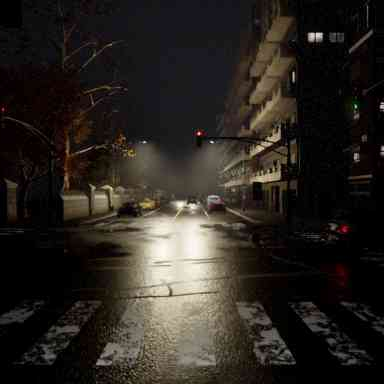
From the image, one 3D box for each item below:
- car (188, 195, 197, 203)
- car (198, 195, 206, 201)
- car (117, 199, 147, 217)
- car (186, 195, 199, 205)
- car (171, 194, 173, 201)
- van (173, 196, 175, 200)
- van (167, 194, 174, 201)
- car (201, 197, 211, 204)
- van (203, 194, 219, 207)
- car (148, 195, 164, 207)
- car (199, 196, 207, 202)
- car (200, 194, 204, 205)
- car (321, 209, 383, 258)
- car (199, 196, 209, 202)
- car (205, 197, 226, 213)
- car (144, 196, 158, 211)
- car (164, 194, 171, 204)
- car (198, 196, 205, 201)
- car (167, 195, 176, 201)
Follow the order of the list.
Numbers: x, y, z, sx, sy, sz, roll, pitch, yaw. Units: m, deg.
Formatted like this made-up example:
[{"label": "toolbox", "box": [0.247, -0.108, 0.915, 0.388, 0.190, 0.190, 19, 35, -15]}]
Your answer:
[{"label": "car", "box": [0.006, 1.444, 70.019, 1.837, 1.490, 4.892, 0, 0, 0]}, {"label": "car", "box": [2.698, 1.544, 87.185, 1.967, 1.590, 4.097, 0, 0, 0]}, {"label": "car", "box": [-5.685, 1.580, 30.884, 1.947, 1.339, 4.313, 0, 0, 0]}, {"label": "car", "box": [0.004, 1.597, 59.600, 2.033, 1.411, 5.357, 0, 0, 0]}, {"label": "car", "box": [-5.682, 1.508, 70.295, 1.967, 1.590, 4.097, 0, 0, 0]}, {"label": "van", "box": [-5.682, 1.432, 81.556, 1.690, 1.788, 3.998, 0, 0, 0]}, {"label": "van", "box": [-5.682, 1.445, 87.185, 1.690, 1.788, 3.998, 0, 0, 0]}, {"label": "car", "box": [2.697, 1.602, 64.665, 1.887, 1.381, 4.507, 0, 0, 0]}, {"label": "van", "box": [2.697, 1.366, 42.145, 1.690, 1.788, 3.998, 0, 0, 0]}, {"label": "car", "box": [-5.684, 1.347, 47.775, 2.192, 1.841, 5.009, 0, 0, 0]}, {"label": "car", "box": [2.697, 1.635, 81.555, 1.887, 1.381, 4.507, 0, 0, 0]}, {"label": "car", "box": [2.697, 1.480, 53.405, 1.967, 1.590, 4.097, 0, 0, 0]}, {"label": "car", "box": [7.491, 1.479, 12.693, 4.553, 1.767, 2.097, 2, 0, -1]}, {"label": "car", "box": [2.697, 1.629, 75.925, 2.008, 1.369, 4.403, 0, 0, 0]}, {"label": "car", "box": [2.696, 1.564, 36.514, 1.887, 1.381, 4.507, 0, 0, 0]}, {"label": "car", "box": [-5.684, 1.550, 41.975, 1.752, 1.417, 4.829, 0, 0, 0]}, {"label": "car", "box": [-5.683, 1.498, 64.666, 1.967, 1.590, 4.097, 0, 0, 0]}, {"label": "car", "box": [2.698, 1.700, 92.816, 1.802, 1.307, 4.206, 0, 0, 0]}, {"label": "car", "box": [-5.682, 1.669, 92.815, 2.008, 1.369, 4.403, 0, 0, 0]}]
